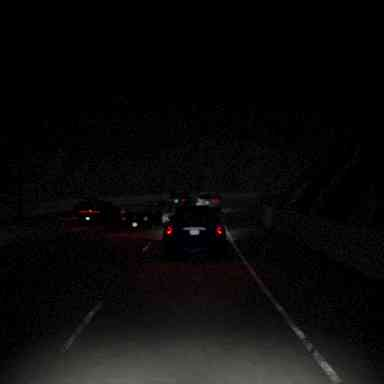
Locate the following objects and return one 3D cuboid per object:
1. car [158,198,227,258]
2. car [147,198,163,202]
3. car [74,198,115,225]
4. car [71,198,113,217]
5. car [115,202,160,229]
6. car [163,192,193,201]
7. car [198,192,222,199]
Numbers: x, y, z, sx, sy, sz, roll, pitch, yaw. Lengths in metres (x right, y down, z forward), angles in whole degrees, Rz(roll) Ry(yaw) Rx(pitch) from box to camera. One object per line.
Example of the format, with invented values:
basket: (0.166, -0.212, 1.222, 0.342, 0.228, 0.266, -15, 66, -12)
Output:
car: (0.127, 1.287, 12.621, 2.097, 1.767, 4.553, 0, 0, 1)
car: (-4.249, 1.407, 40.100, 1.895, 1.301, 4.718, 0, 0, 9)
car: (-6.328, 1.401, 23.185, 1.837, 1.490, 4.892, 0, 0, 4)
car: (-9.113, 1.342, 30.756, 1.882, 1.535, 5.008, 0, 0, 6)
car: (-3.017, 1.503, 20.613, 1.895, 1.301, 4.718, 0, 0, 4)
car: (-1.206, 1.037, 36.960, 2.150, 2.045, 5.566, 0, 0, 9)
car: (1.755, 1.048, 33.223, 2.150, 2.045, 5.566, 0, 0, 8)
